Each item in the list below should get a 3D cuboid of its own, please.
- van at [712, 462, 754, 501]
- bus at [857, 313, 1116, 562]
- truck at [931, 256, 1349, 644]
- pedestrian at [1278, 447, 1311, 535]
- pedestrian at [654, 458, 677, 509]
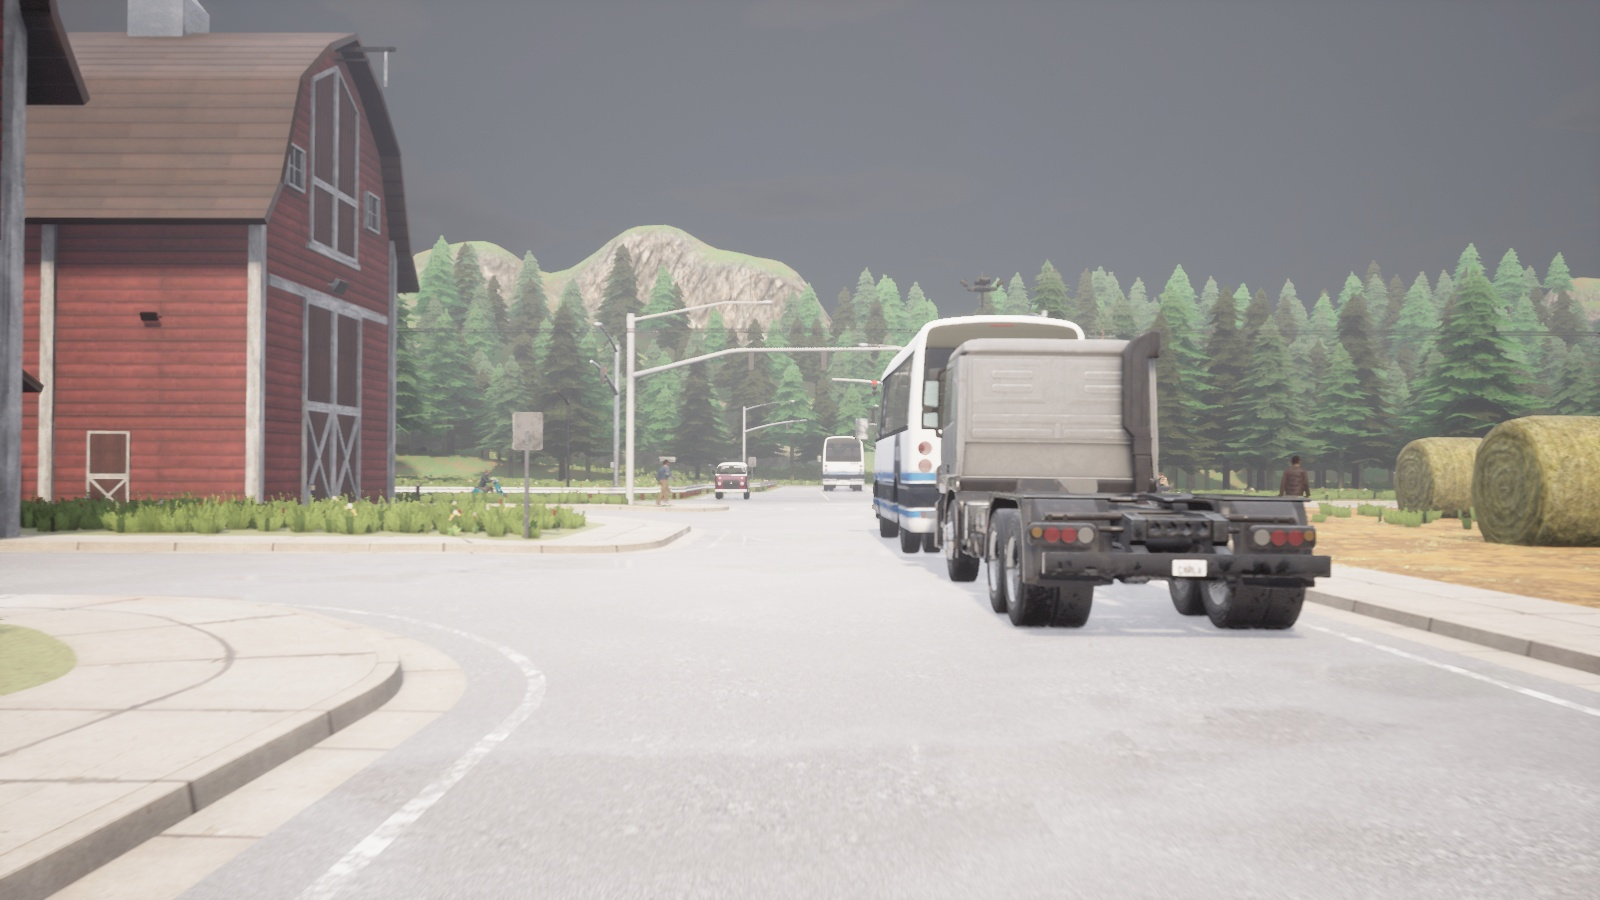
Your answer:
[{"bbox_3d":[-3.670,1.708,69.004,2.069,2.038,4.480,0,-1,0],"label":"van"},{"bbox_3d":[3.429,-0.129,26.690,3.944,4.253,10.273,0,-1,0],"label":"bus"},{"bbox_3d":[3.463,0.058,15.223,2.891,3.462,7.936,0,-1,0],"label":"truck"},{"bbox_3d":[10.565,0.871,26.826,0.431,1.840,0.703,-1,-1,40],"label":"pedestrian"},{"bbox_3d":[-5.206,1.278,48.586,0.788,1.949,0.423,0,-1,-33],"label":"pedestrian"}]
